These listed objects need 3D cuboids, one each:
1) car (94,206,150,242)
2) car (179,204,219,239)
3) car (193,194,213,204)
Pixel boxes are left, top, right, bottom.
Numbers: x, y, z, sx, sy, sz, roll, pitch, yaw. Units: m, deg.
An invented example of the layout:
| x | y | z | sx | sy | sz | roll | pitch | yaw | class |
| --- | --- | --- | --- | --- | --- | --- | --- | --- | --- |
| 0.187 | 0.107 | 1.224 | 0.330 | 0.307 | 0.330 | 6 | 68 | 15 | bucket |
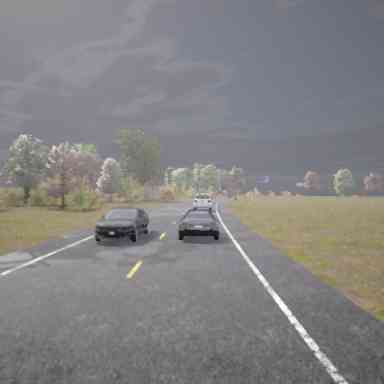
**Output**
| x | y | z | sx | sy | sz | roll | pitch | yaw | class |
| --- | --- | --- | --- | --- | --- | --- | --- | --- | --- |
| -3.316 | 1.480 | 16.557 | 1.882 | 1.535 | 5.008 | 0 | 0 | 2 | car |
| 0.362 | 1.568 | 17.349 | 1.994 | 1.385 | 4.181 | 0 | 0 | 1 | car |
| 1.350 | 1.232 | 40.751 | 2.150 | 2.045 | 5.566 | 0 | 0 | 3 | car |
